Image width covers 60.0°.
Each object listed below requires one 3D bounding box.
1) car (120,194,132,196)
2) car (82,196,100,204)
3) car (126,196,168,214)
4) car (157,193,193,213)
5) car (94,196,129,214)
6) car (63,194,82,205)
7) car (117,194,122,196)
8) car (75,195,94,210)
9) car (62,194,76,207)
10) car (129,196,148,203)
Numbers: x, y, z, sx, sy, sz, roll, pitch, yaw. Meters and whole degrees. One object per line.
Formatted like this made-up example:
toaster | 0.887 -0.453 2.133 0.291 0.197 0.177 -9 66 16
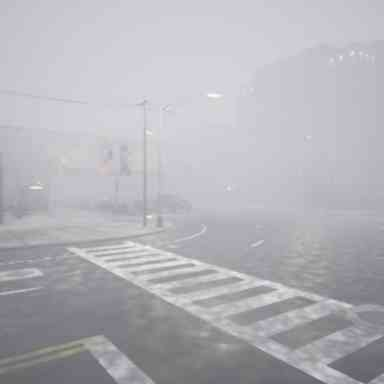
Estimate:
car | -8.086 1.445 46.033 1.882 1.535 5.008 0 0 -35
car | -18.703 1.469 61.384 1.837 1.490 4.892 0 0 -34
car | -4.842 1.479 35.299 1.837 1.490 4.892 0 0 -35
car | -2.194 1.192 37.619 2.150 2.045 5.566 0 0 -35
car | -8.312 1.456 35.368 2.097 1.535 5.008 0 0 -35
car | -21.056 1.317 58.619 2.097 1.767 4.553 0 0 -34
car | -11.764 1.448 45.184 1.882 1.535 5.008 0 0 -35
car | -12.117 1.329 40.547 2.185 1.767 4.553 0 0 -35
car | -18.278 1.453 49.388 2.231 1.521 4.892 0 0 -25
car | -11.033 1.546 68.189 1.895 1.301 4.718 0 0 -35
